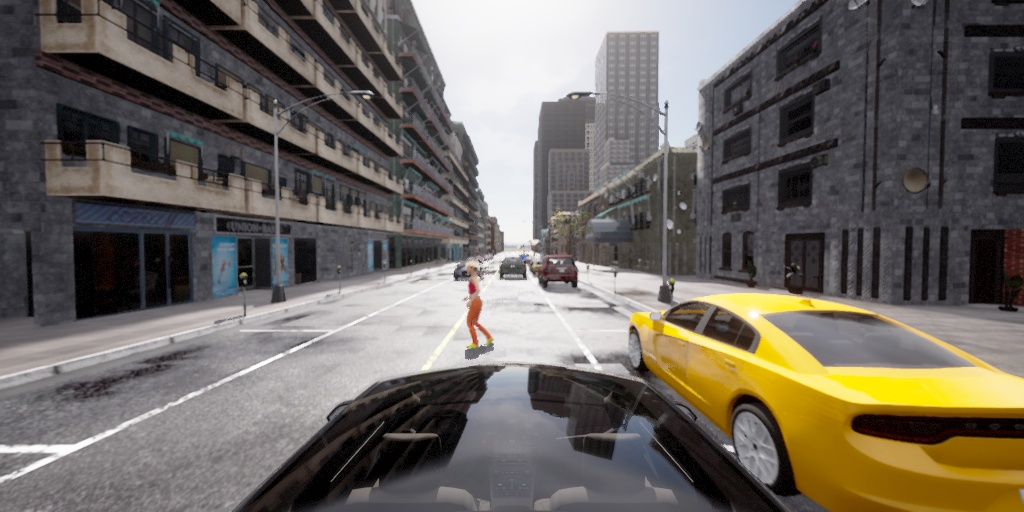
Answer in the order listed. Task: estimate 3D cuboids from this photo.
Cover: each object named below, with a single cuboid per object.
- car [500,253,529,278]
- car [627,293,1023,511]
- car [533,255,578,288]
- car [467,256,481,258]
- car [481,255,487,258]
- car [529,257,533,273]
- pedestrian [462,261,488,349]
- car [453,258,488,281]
[{"bbox_3d":[0.086,0.791,29.468,2.097,1.767,4.553,0,1,0],"label":"car"},{"bbox_3d":[3.000,1.197,4.495,1.882,1.535,5.008,0,1,0],"label":"car"},{"bbox_3d":[2.657,0.846,21.336,2.192,1.841,5.009,0,0,0],"label":"car"},{"bbox_3d":[-5.689,0.797,49.189,1.802,1.307,4.207,0,0,0],"label":"car"},{"bbox_3d":[-5.688,0.629,60.349,1.888,1.381,4.507,0,0,0],"label":"car"},{"bbox_3d":[2.682,0.931,32.666,1.751,1.417,4.829,0,0,0],"label":"car"},{"bbox_3d":[-0.772,0.980,7.479,0.375,1.860,0.375,-1,2,0],"label":"pedestrian"},{"bbox_3d":[-3.097,1.036,26.603,1.994,1.385,4.181,0,1,0],"label":"car"}]
